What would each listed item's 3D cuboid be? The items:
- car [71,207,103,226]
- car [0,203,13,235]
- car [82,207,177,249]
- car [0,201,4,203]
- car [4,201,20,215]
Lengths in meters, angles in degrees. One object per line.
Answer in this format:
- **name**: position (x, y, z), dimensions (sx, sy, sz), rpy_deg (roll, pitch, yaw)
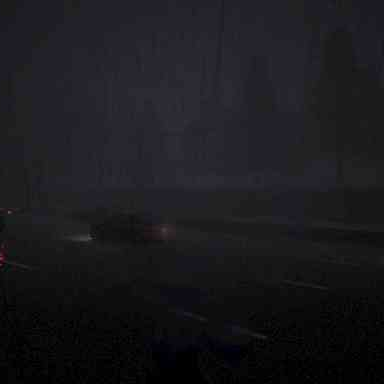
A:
- **car**: position (-5.871, 1.627, 21.814), dimensions (4.718, 1.301, 1.895), rpy_deg (0, 0, 38)
- **car**: position (-11.526, 1.449, 17.340), dimensions (4.892, 1.490, 1.837), rpy_deg (0, 0, 38)
- **car**: position (-2.701, 1.598, 14.933), dimensions (4.181, 1.385, 1.994), rpy_deg (0, 0, 38)
- **car**: position (-17.338, 1.462, 26.253), dimensions (5.357, 1.411, 2.033), rpy_deg (0, 0, 38)
- **car**: position (-18.181, 1.526, 31.327), dimensions (4.718, 1.301, 1.895), rpy_deg (0, 0, 38)
